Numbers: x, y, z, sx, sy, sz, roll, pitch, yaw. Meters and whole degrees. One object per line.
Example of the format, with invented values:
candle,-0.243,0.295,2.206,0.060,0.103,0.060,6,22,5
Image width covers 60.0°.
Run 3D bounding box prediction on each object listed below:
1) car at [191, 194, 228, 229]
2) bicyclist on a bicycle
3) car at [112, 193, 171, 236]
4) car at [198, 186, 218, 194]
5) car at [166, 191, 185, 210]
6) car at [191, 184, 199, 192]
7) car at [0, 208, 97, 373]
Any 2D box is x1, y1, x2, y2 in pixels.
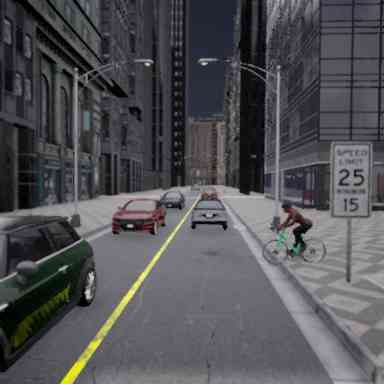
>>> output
car,0.947,1.091,18.019,2.033,1.411,5.357,1,1,3
bicyclist on a bicycle,2.669,1.110,8.734,1.656,1.620,0.582,-2,1,3
car,-2.360,1.048,15.925,1.882,1.535,5.008,1,1,3
car,2.271,0.209,43.406,2.097,1.767,4.553,1,2,3
car,-1.651,0.707,29.105,1.882,1.535,5.008,1,2,3
car,0.834,-0.985,75.422,2.097,1.767,4.553,1,2,3
car,-2.953,1.209,4.511,2.097,1.767,4.553,1,1,3
